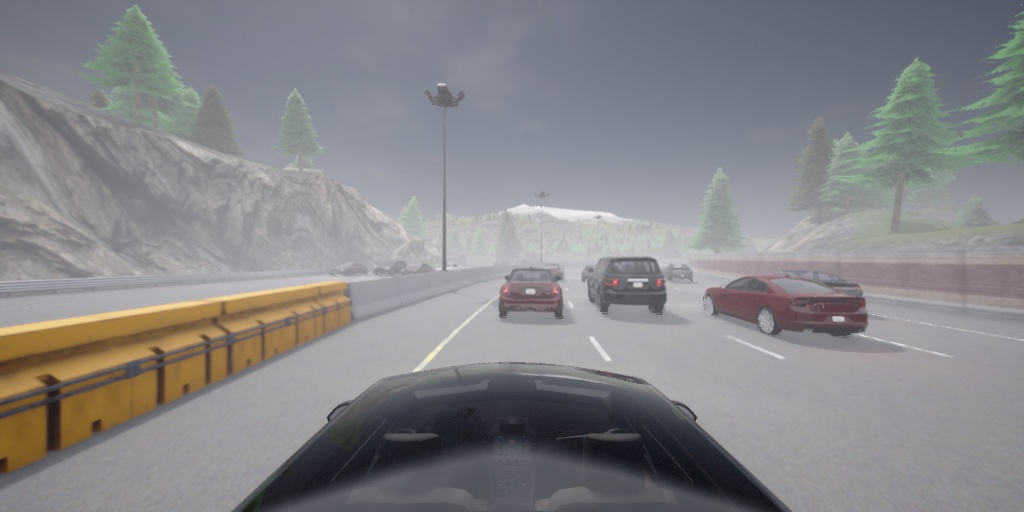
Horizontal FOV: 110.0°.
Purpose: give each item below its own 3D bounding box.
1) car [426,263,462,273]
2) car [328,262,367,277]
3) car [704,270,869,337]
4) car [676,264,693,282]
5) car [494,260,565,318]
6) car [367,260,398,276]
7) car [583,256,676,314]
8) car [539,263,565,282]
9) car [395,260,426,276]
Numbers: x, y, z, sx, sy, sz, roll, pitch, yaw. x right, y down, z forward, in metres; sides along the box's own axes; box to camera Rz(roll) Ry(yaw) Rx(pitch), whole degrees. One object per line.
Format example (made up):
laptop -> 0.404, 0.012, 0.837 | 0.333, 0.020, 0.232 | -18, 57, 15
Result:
car -> -6.411, 1.381, 35.834 | 1.812, 1.442, 4.674 | 0, 0, 14
car -> -16.846, 1.358, 37.196 | 1.812, 1.442, 4.674 | 0, 0, 13
car -> 7.535, 1.280, 10.558 | 1.882, 1.535, 5.008 | 0, 0, 4
car -> 14.224, 1.385, 31.057 | 2.128, 1.511, 4.902 | 0, 0, 13
car -> 0.763, 1.146, 13.390 | 2.097, 1.767, 4.553 | 0, 0, 5
car -> -12.933, 1.200, 38.547 | 2.097, 1.767, 4.553 | 0, 0, 14
car -> 4.322, 1.029, 14.233 | 2.150, 2.045, 5.566 | 0, 0, 6
car -> 3.592, 1.393, 31.653 | 1.812, 1.442, 4.674 | 0, 0, 12
car -> -9.707, 1.377, 37.062 | 1.812, 1.442, 4.674 | 0, 0, 14
